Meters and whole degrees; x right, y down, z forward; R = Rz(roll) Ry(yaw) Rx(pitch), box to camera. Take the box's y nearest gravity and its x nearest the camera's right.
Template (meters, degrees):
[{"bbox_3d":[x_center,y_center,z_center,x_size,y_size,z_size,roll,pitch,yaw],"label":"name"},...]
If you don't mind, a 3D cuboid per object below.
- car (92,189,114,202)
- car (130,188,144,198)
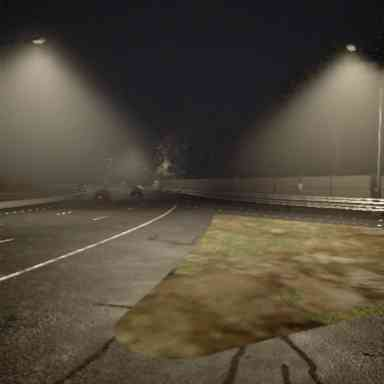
[{"bbox_3d":[-10.595,0.345,39.598,1.812,1.442,4.674,1,1,-7],"label":"car"},{"bbox_3d":[-8.182,0.144,49.260,1.812,1.442,4.674,1,1,-9],"label":"car"}]
